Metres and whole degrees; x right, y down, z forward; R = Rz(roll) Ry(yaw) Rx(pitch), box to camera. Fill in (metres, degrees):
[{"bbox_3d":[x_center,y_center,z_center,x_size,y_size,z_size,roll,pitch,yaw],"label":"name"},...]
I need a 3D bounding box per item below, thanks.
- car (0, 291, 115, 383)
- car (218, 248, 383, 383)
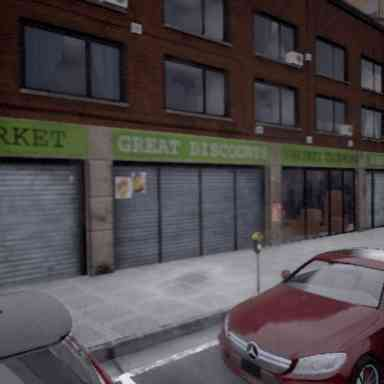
[{"bbox_3d":[-2.228,1.438,1.278,4.097,1.590,1.967,-1,0,-36],"label":"car"},{"bbox_3d":[2.276,1.502,4.585,4.206,1.307,1.802,-1,0,-36],"label":"car"}]
